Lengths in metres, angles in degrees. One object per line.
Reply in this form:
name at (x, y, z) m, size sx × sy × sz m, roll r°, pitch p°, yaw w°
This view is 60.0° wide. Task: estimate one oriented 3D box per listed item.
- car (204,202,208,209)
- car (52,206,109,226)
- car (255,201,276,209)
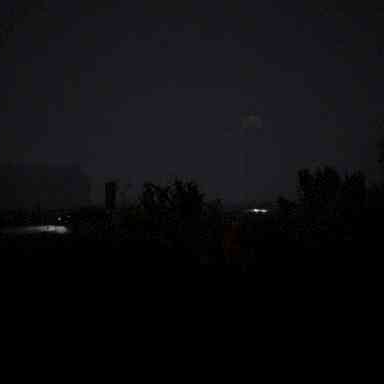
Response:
car at (0.810, 1.826, 38.132) m, size 1.812 × 1.442 × 4.674 m, roll 0°, pitch 0°, yaw 36°
car at (-8.227, 1.717, 24.958) m, size 1.994 × 1.385 × 4.181 m, roll 0°, pitch 0°, yaw 32°
car at (11.633, 2.085, 52.659) m, size 1.994 × 1.385 × 4.181 m, roll 0°, pitch 0°, yaw 36°
